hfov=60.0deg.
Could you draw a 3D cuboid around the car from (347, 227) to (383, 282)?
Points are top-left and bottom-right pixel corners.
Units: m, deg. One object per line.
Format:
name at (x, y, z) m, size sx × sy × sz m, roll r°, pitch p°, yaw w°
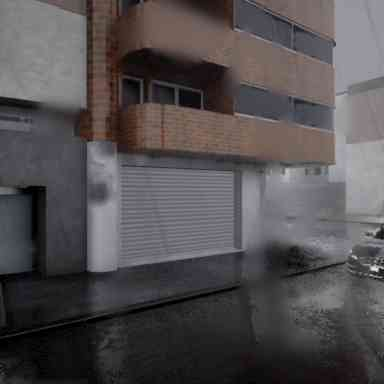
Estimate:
car at (6.129, 1.505, 8.981) m, size 4.892 × 1.490 × 1.837 m, roll 0°, pitch 0°, yaw -36°
